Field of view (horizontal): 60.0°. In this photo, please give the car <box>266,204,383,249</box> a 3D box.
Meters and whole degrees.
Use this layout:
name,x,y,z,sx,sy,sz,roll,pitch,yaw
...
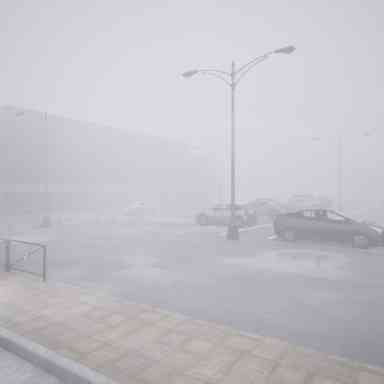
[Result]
name,x,y,z,sx,sy,sz,roll,pitch,yaw
car,5.832,1.489,14.331,4.514,1.523,2.007,0,0,35

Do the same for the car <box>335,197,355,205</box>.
name,x,y,z,sx,sy,sz,roll,pitch,yaw
car,24.976,1.565,55.076,3.633,1.501,1.845,0,0,35

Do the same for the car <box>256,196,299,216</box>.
name,x,y,z,sx,sy,sz,roll,pitch,yaw
car,5.563,1.345,26.817,5.027,1.636,2.152,0,0,35

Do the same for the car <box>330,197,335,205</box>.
name,x,y,z,sx,sy,sz,roll,pitch,yaw
car,14.218,1.288,39.922,4.605,1.855,1.932,0,0,35

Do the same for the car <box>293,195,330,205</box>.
name,x,y,z,sx,sy,sz,roll,pitch,yaw
car,12.892,1.268,37.304,3.866,1.878,1.905,0,0,35

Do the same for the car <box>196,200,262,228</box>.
name,x,y,z,sx,sy,sz,roll,pitch,yaw
car,2.152,1.423,21.371,3.806,1.475,1.970,0,0,35

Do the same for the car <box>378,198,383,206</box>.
name,x,y,z,sx,sy,sz,roll,pitch,yaw
car,29.351,1.576,48.383,3.806,1.475,1.970,0,0,35

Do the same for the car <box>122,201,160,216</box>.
name,x,y,z,sx,sy,sz,roll,pitch,yaw
car,-5.451,1.701,35.605,1.812,1.442,4.674,0,0,35
